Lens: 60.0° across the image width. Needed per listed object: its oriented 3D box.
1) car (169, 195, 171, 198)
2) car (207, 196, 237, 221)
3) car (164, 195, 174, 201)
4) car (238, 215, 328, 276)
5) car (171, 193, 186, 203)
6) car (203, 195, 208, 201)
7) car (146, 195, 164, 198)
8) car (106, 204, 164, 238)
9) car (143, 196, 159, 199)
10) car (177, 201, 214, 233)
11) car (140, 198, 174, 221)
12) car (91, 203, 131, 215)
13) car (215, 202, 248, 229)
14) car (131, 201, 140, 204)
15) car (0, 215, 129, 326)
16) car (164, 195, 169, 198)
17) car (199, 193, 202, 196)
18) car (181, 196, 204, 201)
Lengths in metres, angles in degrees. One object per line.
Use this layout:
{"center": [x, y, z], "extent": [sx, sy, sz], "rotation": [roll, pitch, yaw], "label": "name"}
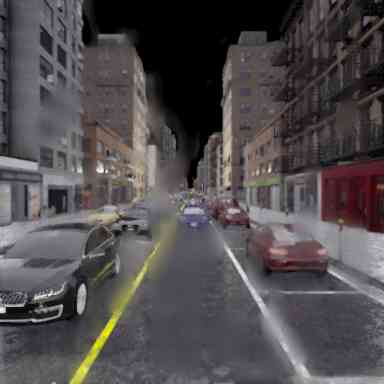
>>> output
{"center": [-5.302, 1.487, 72.477], "extent": [1.802, 1.307, 4.206], "rotation": [0, 0, 0], "label": "car"}
{"center": [2.670, 1.288, 27.019], "extent": [2.192, 1.841, 5.009], "rotation": [0, 0, 0], "label": "car"}
{"center": [-5.295, 1.446, 78.158], "extent": [2.008, 1.369, 4.403], "rotation": [0, 0, 0], "label": "car"}
{"center": [2.649, 1.575, 9.975], "extent": [1.802, 1.307, 4.206], "rotation": [0, 0, 0], "label": "car"}
{"center": [-2.677, 1.412, 66.979], "extent": [1.837, 1.490, 4.892], "rotation": [0, 0, 0], "label": "car"}
{"center": [2.683, 1.396, 38.381], "extent": [1.967, 1.590, 4.097], "rotation": [0, 0, 0], "label": "car"}
{"center": [-5.335, 1.262, 44.067], "extent": [2.192, 1.841, 5.009], "rotation": [0, 0, 0], "label": "car"}
{"center": [-2.813, 1.549, 17.288], "extent": [1.994, 1.385, 4.181], "rotation": [0, 0, 1], "label": "car"}
{"center": [-5.342, 1.521, 38.386], "extent": [1.947, 1.339, 4.313], "rotation": [0, 0, 0], "label": "car"}
{"center": [0.120, 1.508, 19.419], "extent": [1.812, 1.442, 4.674], "rotation": [0, 0, 0], "label": "car"}
{"center": [-2.762, 1.477, 27.257], "extent": [1.837, 1.490, 4.892], "rotation": [0, 0, 1], "label": "car"}
{"center": [-5.363, 1.505, 21.171], "extent": [1.752, 1.417, 4.829], "rotation": [0, 0, 0], "label": "car"}
{"center": [2.663, 1.563, 21.338], "extent": [1.802, 1.307, 4.206], "rotation": [0, 0, 0], "label": "car"}
{"center": [-5.355, 1.538, 27.023], "extent": [1.947, 1.339, 4.313], "rotation": [0, 0, 0], "label": "car"}
{"center": [-2.841, 1.499, 7.360], "extent": [1.837, 1.490, 4.892], "rotation": [0, 0, 0], "label": "car"}
{"center": [-5.322, 1.371, 55.431], "extent": [1.967, 1.590, 4.097], "rotation": [0, 0, 0], "label": "car"}
{"center": [2.822, 1.401, 61.459], "extent": [1.882, 1.535, 5.008], "rotation": [0, 0, 0], "label": "car"}
{"center": [0.138, 1.502, 39.393], "extent": [2.033, 1.411, 5.357], "rotation": [0, 0, 0], "label": "car"}
